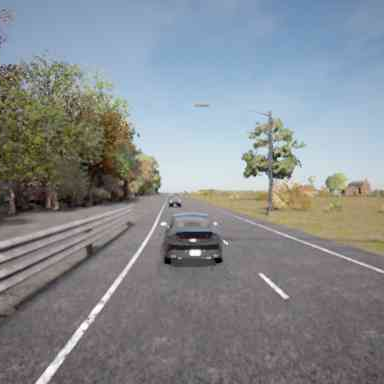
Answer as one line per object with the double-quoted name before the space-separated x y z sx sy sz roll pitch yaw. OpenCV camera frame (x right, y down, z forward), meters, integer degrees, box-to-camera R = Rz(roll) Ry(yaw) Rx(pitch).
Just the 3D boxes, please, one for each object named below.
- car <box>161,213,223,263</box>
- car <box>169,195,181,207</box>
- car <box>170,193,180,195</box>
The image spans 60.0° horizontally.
"car" -0.063 1.510 12.015 1.837 1.490 4.892 0 0 -4
"car" -2.644 1.600 51.916 1.895 1.301 4.718 0 0 -4
"car" -5.129 1.512 90.260 2.033 1.411 5.357 0 0 -4
